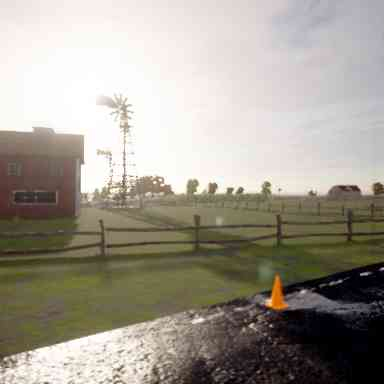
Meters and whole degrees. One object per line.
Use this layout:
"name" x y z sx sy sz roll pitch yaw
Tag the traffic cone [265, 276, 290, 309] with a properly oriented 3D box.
"traffic cone" 1.694 1.952 6.583 0.340 0.580 0.340 0 0 -36
